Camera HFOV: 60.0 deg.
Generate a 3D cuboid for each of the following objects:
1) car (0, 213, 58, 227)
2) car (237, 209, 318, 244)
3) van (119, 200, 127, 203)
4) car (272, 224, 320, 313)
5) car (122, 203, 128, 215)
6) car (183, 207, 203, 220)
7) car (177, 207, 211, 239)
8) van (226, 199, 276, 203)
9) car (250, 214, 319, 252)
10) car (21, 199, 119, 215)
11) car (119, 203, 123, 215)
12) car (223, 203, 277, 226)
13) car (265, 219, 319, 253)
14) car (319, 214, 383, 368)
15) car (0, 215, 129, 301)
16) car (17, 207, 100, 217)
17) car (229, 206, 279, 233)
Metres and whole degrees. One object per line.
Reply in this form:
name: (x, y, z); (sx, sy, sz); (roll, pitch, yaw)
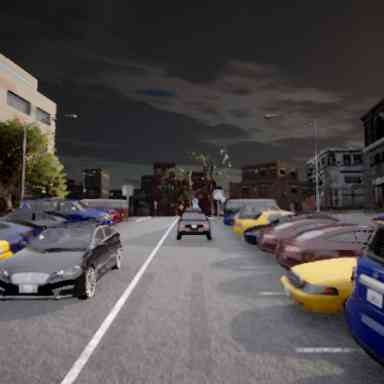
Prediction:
car: (-7.680, 1.643, 11.797); (4.792, 1.488, 2.163); (0, -1, 0)
car: (4.650, 1.675, 14.732); (4.792, 1.488, 2.163); (0, -1, 0)
van: (-7.769, 1.642, 28.535); (4.442, 1.987, 1.878); (0, -1, 0)
car: (4.494, 1.549, 6.360); (5.366, 1.575, 1.946); (0, -1, 0)
car: (-7.682, 1.823, 25.743); (4.792, 1.488, 2.163); (0, -1, 0)
car: (0.176, 2.242, 35.095); (1.895, 1.301, 4.718); (0, -3, 2)
car: (0.103, 1.759, 18.804); (2.033, 1.411, 5.357); (0, -1, 0)
van: (4.794, 1.573, 26.011); (4.442, 1.987, 1.878); (0, -1, 0)
car: (4.676, 1.654, 11.943); (4.674, 1.452, 2.002); (0, -1, 0)
car: (-7.623, 1.456, 20.181); (5.566, 2.045, 2.435); (0, -1, 0)
car: (-7.651, 1.742, 22.912); (5.008, 1.535, 2.097); (0, -1, 0)
car: (4.683, 1.745, 23.232); (5.008, 1.535, 2.097); (0, -1, 0)
car: (4.677, 1.625, 9.276); (4.674, 1.452, 2.002); (0, -1, 0)
car: (4.708, 1.271, 3.698); (5.566, 2.045, 2.435); (0, -1, 0)
car: (-3.100, 1.591, 8.747); (2.128, 1.511, 4.902); (0, -1, 0)
car: (-7.622, 1.706, 17.384); (4.792, 1.488, 2.163); (0, -1, 0)
car: (4.864, 1.674, 17.524); (5.366, 1.575, 1.946); (0, -1, 0)
